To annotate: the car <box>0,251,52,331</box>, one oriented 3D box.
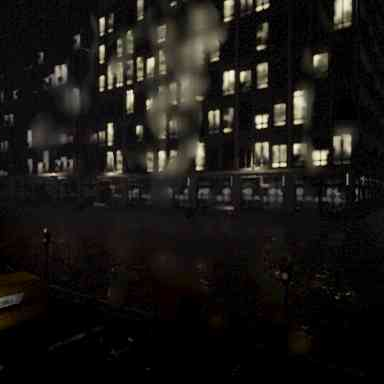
[{"bbox_3d":[-4.518,1.529,6.086,4.829,1.417,1.752,0,0,35],"label":"car"}]
